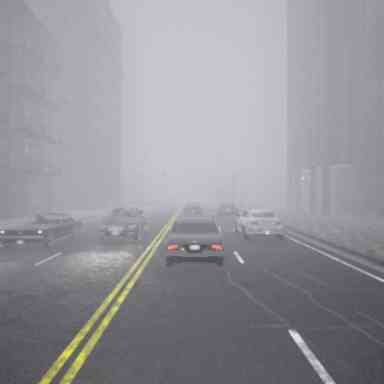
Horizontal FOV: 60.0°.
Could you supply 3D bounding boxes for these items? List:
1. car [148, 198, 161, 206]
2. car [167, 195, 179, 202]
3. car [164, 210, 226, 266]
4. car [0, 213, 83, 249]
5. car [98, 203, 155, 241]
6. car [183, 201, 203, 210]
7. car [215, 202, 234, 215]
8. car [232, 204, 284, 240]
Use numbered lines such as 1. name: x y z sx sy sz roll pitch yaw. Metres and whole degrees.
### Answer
1. car: -6.492 1.668 58.426 1.895 1.301 4.718 0 0 0
2. car: -3.242 1.308 58.458 1.837 1.490 4.892 0 0 0
3. car: 0.085 1.574 11.627 2.033 1.411 5.357 0 0 0
4. car: -6.598 1.636 15.004 1.895 1.301 4.718 0 0 0
5. car: -3.348 1.531 16.994 2.128 1.511 4.902 0 0 0
6. car: 0.099 1.607 32.819 1.812 1.442 4.674 0 0 0
7. car: 3.348 1.644 32.394 1.994 1.385 4.181 0 0 0
8. car: 3.357 1.565 17.050 1.812 1.442 4.674 0 0 0
